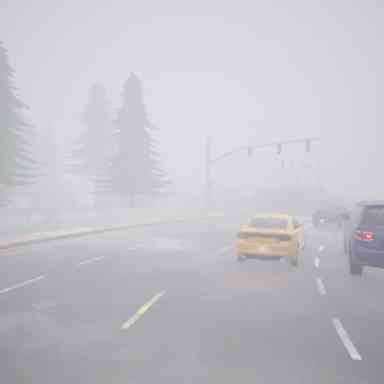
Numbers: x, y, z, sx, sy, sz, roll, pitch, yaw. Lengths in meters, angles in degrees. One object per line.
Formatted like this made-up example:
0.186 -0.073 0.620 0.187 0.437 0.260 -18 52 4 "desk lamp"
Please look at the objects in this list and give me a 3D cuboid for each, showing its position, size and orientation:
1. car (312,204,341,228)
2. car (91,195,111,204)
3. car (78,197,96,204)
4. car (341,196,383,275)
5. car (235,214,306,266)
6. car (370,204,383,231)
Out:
10.036 1.620 23.312 1.837 1.490 4.892 0 0 42 "car"
-18.684 1.444 68.340 2.097 1.767 4.553 0 0 -44 "car"
-21.176 1.593 65.881 1.812 1.442 4.674 0 0 -44 "car"
5.954 1.280 10.254 2.150 2.045 5.566 0 0 22 "car"
2.975 1.524 12.008 1.882 1.535 5.008 0 0 22 "car"
13.554 1.616 21.987 1.882 1.535 5.008 0 0 43 "car"
